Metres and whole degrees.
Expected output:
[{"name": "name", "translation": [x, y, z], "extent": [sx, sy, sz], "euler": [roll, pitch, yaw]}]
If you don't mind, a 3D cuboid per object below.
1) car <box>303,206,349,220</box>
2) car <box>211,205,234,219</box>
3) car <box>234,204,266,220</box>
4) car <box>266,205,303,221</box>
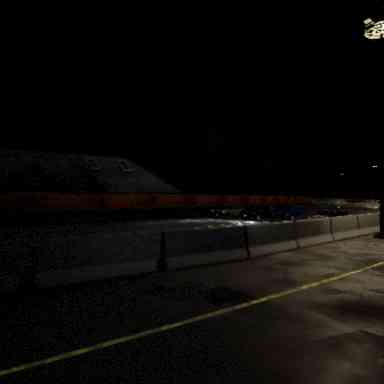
[{"name": "car", "translation": [11.703, 1.914, 28.191], "extent": [2.128, 1.511, 4.902], "euler": [-1, -1, 44]}, {"name": "car", "translation": [4.131, 2.075, 35.464], "extent": [1.895, 1.301, 4.718], "euler": [-1, -1, 44]}, {"name": "car", "translation": [6.669, 2.000, 33.054], "extent": [1.837, 1.490, 4.892], "euler": [-1, -1, 44]}, {"name": "car", "translation": [9.186, 1.928, 30.623], "extent": [1.882, 1.535, 5.008], "euler": [-1, -1, 44]}]
